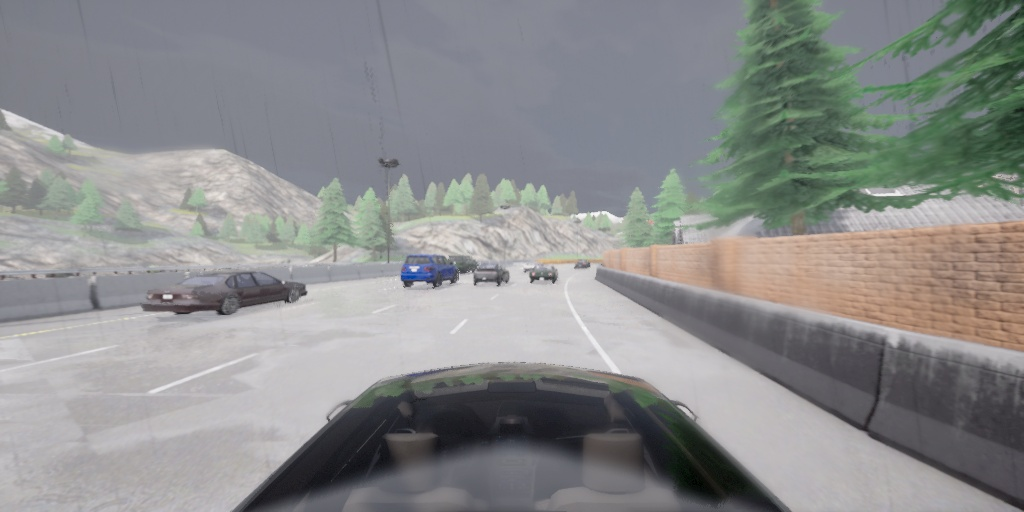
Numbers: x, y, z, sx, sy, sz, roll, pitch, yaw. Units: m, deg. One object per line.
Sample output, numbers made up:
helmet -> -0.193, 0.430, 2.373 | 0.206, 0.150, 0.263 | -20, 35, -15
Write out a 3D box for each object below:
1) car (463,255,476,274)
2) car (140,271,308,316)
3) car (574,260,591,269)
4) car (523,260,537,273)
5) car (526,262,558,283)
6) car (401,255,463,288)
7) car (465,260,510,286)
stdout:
car -> -5.446, 0.936, 39.887 | 2.150, 2.045, 5.566 | 0, 0, 15
car -> -9.947, 1.251, 13.081 | 2.033, 1.411, 5.357 | 0, 0, 5
car -> 11.102, 1.303, 56.137 | 1.812, 1.442, 4.674 | 0, 0, 22
car -> 2.785, 1.348, 43.127 | 1.895, 1.301, 4.718 | 0, 0, 16
car -> 2.576, 1.352, 27.819 | 1.895, 1.301, 4.718 | 0, 0, 11
car -> -5.246, 0.939, 23.487 | 2.150, 2.045, 5.566 | 0, 0, 9
car -> -1.363, 1.228, 25.047 | 2.128, 1.511, 4.902 | 0, 0, 9
